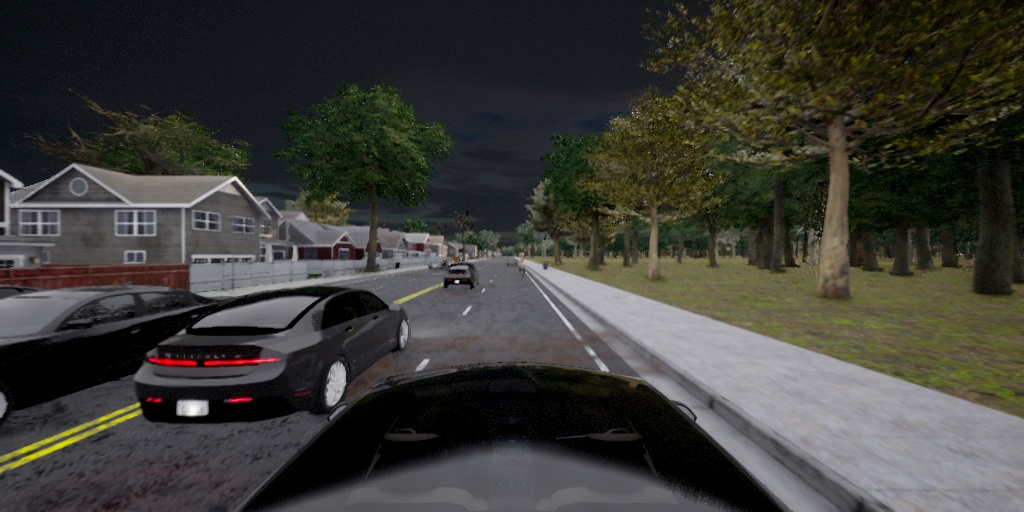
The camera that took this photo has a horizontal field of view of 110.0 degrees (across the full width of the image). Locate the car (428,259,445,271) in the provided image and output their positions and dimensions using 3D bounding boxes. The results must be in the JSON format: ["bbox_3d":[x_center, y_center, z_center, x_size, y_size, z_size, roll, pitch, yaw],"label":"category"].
[{"bbox_3d":[-9.810,1.143,47.743,2.128,1.511,4.902,0,0,0],"label":"car"}]

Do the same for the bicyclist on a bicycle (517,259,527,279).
[{"bbox_3d":[0.879,1.125,29.926,0.866,1.612,1.509,0,0,0],"label":"bicyclist on a bicycle"}]

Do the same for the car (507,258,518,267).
[{"bbox_3d":[0.063,1.114,65.248,2.128,1.511,4.902,0,0,1],"label":"car"}]

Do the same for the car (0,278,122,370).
[{"bbox_3d":[-9.848,1.247,5.768,1.837,1.490,4.892,0,0,0],"label":"car"}]

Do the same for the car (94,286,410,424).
[{"bbox_3d":[-3.147,1.246,5.956,1.837,1.490,4.892,0,0,0],"label":"car"}]

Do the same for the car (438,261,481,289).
[{"bbox_3d":[-3.141,1.209,22.893,1.837,1.490,4.892,0,0,0],"label":"car"}]

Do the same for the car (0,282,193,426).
[{"bbox_3d":[-6.598,1.220,5.368,1.882,1.535,5.008,0,0,0],"label":"car"}]
